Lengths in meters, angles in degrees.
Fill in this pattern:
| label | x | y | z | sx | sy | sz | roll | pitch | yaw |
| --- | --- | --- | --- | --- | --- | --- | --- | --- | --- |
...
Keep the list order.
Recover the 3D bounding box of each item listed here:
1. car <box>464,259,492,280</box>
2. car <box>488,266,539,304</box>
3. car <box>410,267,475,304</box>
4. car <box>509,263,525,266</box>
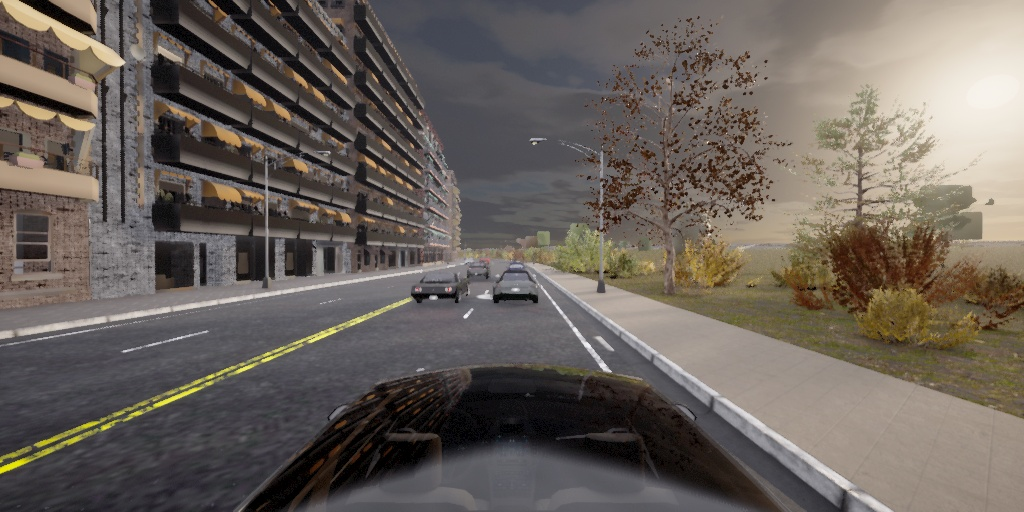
| label | x | y | z | sx | sy | sz | roll | pitch | yaw |
| --- | --- | --- | --- | --- | --- | --- | --- | --- | --- |
| car | -2.848 | 1.249 | 31.429 | 2.128 | 1.511 | 4.902 | 0 | 0 | 1 |
| car | 0.176 | 1.323 | 16.382 | 1.994 | 1.385 | 4.181 | 0 | 0 | 1 |
| car | -3.073 | 1.366 | 16.460 | 1.895 | 1.301 | 4.718 | 0 | 0 | 1 |
| car | 0.402 | 1.287 | 31.381 | 1.812 | 1.442 | 4.674 | 0 | 0 | 1 |
